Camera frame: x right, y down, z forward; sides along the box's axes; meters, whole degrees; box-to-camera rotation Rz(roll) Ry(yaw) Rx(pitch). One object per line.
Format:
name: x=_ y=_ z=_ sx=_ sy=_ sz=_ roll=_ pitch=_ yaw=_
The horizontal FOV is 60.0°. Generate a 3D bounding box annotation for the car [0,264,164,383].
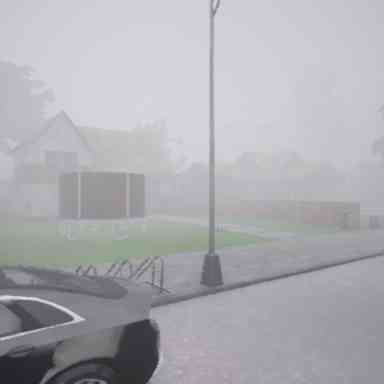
car: x=-2.595 y=1.491 z=2.747 sx=4.902 sy=1.511 sz=2.128 roll=0 pitch=0 yaw=-35
